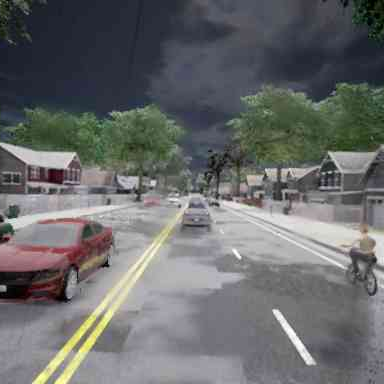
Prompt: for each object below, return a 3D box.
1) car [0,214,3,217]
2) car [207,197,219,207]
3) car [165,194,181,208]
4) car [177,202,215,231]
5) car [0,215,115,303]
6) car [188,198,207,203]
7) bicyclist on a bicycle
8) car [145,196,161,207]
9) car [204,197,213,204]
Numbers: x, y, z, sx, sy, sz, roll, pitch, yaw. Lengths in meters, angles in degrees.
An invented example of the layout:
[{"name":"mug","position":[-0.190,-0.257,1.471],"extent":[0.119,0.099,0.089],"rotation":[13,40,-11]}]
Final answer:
[{"name":"car","position":[-6.540,1.184,8.489],"extent":[2.097,1.767,4.553],"rotation":[2,0,1]},{"name":"car","position":[3.966,1.984,61.282],"extent":[1.895,1.301,4.718],"rotation":[2,0,1]},{"name":"car","position":[-2.792,1.336,50.065],"extent":[2.150,2.045,5.566],"rotation":[2,0,1]},{"name":"car","position":[0.288,1.639,21.340],"extent":[2.033,1.411,5.357],"rotation":[2,0,1]},{"name":"car","position":[-3.298,1.409,8.278],"extent":[1.882,1.535,5.008],"rotation":[2,0,1]},{"name":"car","position":[0.542,1.545,44.335],"extent":[2.097,1.767,4.553],"rotation":[2,0,1]},{"name":"bicyclist on a bicycle","position":[4.175,1.597,8.220],"extent":[0.866,1.612,1.509],"rotation":[2,0,1]},{"name":"car","position":[-6.022,1.380,51.979],"extent":[2.097,1.767,4.553],"rotation":[2,0,1]},{"name":"car","position":[4.094,2.054,82.326],"extent":[2.033,1.411,5.357],"rotation":[2,0,1]}]
